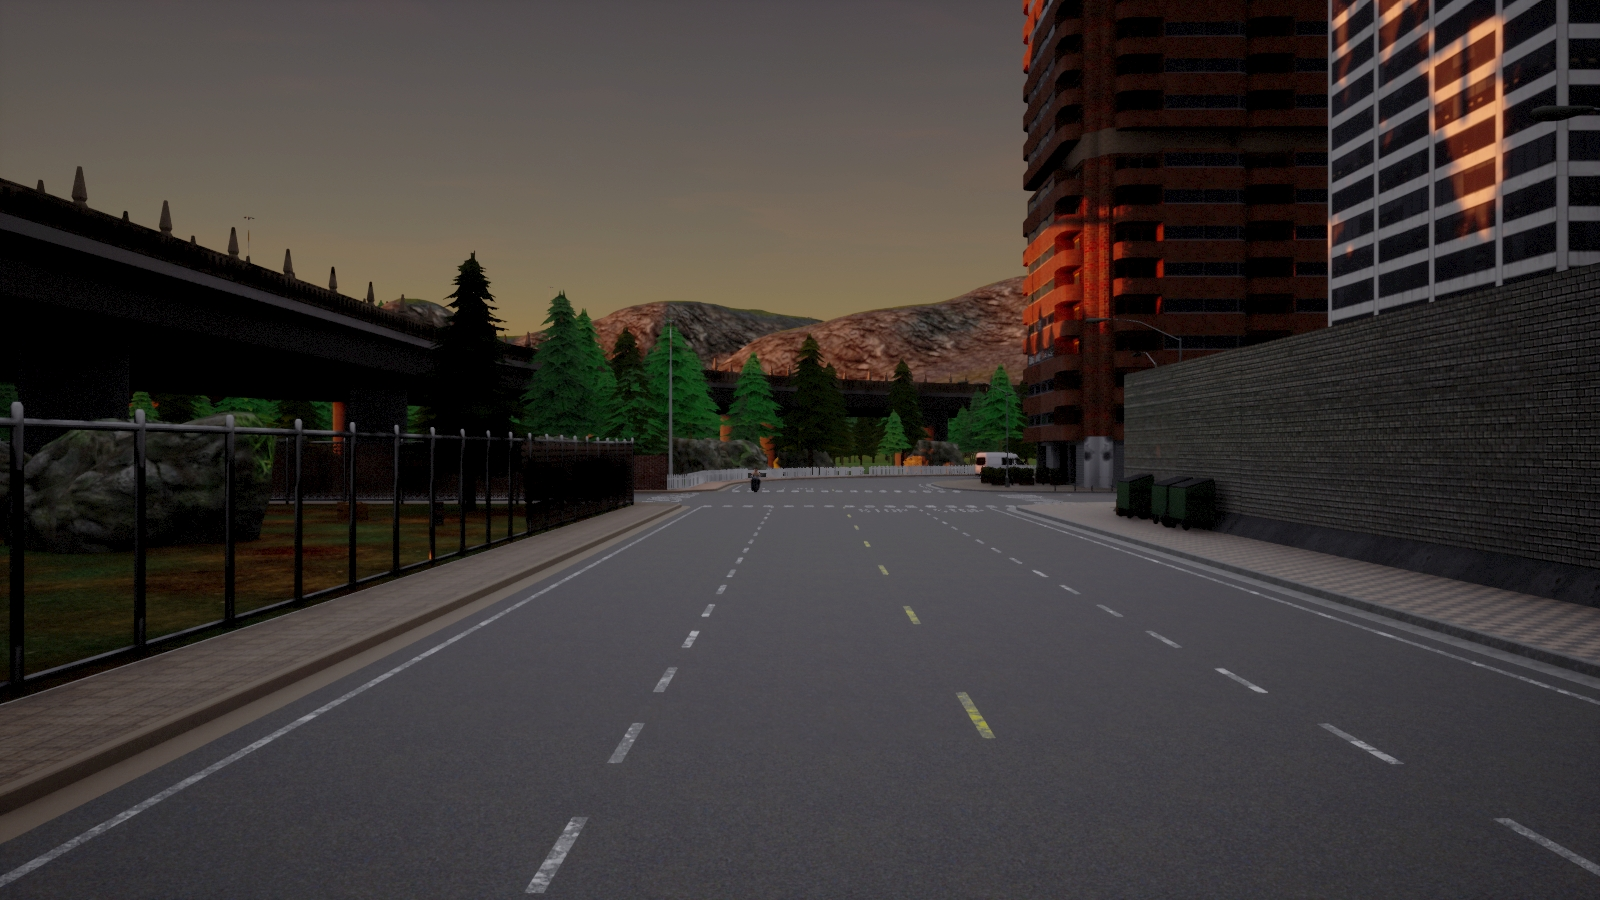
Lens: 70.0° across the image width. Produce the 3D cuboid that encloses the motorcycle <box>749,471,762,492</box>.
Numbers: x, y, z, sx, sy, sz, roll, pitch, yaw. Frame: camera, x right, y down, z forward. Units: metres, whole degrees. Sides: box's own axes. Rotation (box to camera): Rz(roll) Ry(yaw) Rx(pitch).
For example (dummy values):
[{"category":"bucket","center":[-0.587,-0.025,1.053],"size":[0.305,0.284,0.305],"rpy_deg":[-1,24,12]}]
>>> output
[{"category":"motorcycle","center":[-2.962,2.109,75.943],"size":[0.764,1.307,2.356],"rpy_deg":[0,0,1]}]
